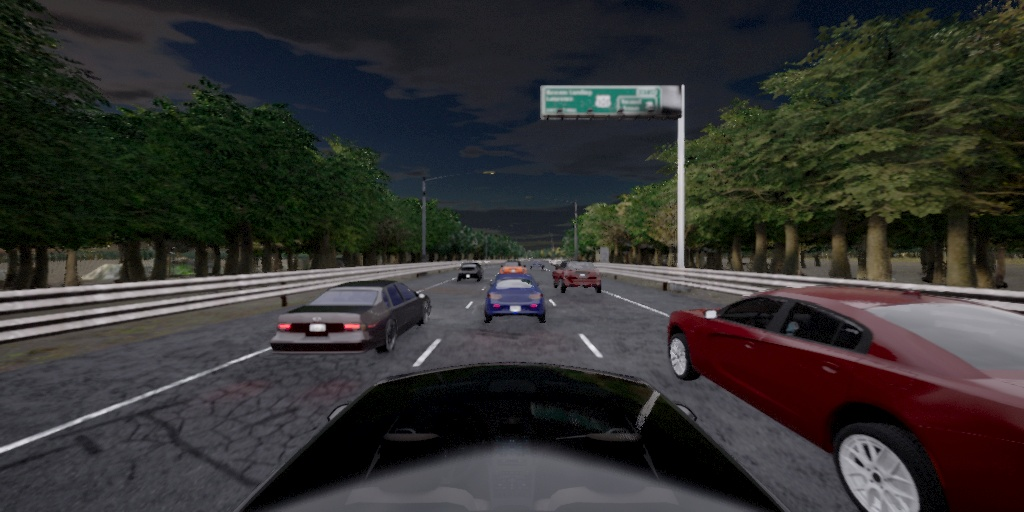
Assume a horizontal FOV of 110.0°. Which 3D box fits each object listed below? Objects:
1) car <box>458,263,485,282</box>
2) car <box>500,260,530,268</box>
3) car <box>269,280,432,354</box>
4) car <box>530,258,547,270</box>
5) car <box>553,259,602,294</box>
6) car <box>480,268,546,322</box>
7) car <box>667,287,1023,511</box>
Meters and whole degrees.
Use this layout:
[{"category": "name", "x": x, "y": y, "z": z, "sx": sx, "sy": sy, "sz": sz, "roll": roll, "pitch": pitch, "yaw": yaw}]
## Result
[{"category": "car", "x": -3.396, "y": 1.307, "z": 30.122, "sx": 1.837, "sy": 1.490, "sz": 4.892, "roll": 0, "pitch": 0, "yaw": 0}, {"category": "car", "x": 0.104, "y": 1.153, "z": 29.744, "sx": 2.097, "sy": 1.767, "sz": 4.553, "roll": 0, "pitch": 0, "yaw": 0}, {"category": "car", "x": -3.399, "y": 1.302, "z": 8.774, "sx": 2.033, "sy": 1.411, "sz": 5.357, "roll": 0, "pitch": 0, "yaw": 0}, {"category": "car", "x": 3.794, "y": 1.131, "z": 55.740, "sx": 2.097, "sy": 1.767, "sz": 4.553, "roll": 0, "pitch": 0, "yaw": 1}, {"category": "car", "x": 3.500, "y": 0.971, "z": 19.938, "sx": 2.097, "sy": 1.767, "sz": 4.553, "roll": 0, "pitch": 0, "yaw": 0}, {"category": "car", "x": 0.086, "y": 1.284, "z": 12.156, "sx": 1.812, "sy": 1.442, "sz": 4.674, "roll": 0, "pitch": 0, "yaw": 0}, {"category": "car", "x": 3.500, "y": 1.073, "z": 3.966, "sx": 1.882, "sy": 1.535, "sz": 5.008, "roll": 0, "pitch": 0, "yaw": 0}]
